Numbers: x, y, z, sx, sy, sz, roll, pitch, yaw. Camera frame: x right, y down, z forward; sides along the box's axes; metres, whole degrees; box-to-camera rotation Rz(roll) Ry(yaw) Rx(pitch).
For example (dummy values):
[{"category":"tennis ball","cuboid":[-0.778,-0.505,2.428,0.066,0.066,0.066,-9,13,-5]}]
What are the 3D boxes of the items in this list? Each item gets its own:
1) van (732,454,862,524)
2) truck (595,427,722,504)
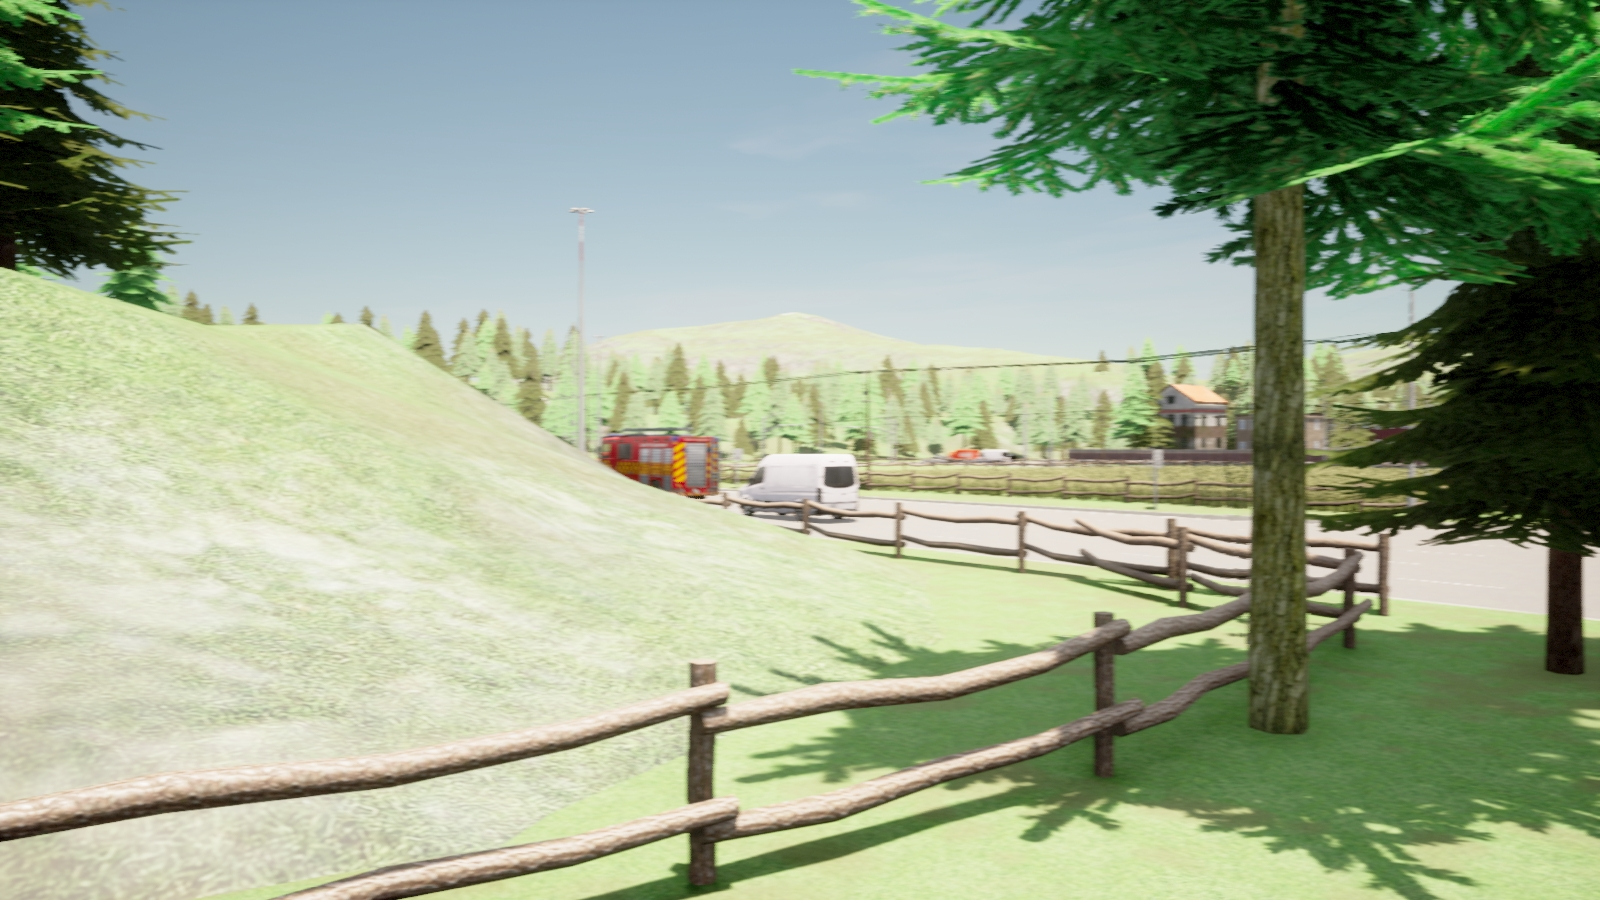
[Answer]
[{"category":"van","cuboid":[-0.225,1.440,44.981,1.988,2.561,5.915,0,0,-37]},{"category":"truck","cuboid":[-7.646,0.757,60.773,2.891,3.827,8.468,0,0,-37]}]
